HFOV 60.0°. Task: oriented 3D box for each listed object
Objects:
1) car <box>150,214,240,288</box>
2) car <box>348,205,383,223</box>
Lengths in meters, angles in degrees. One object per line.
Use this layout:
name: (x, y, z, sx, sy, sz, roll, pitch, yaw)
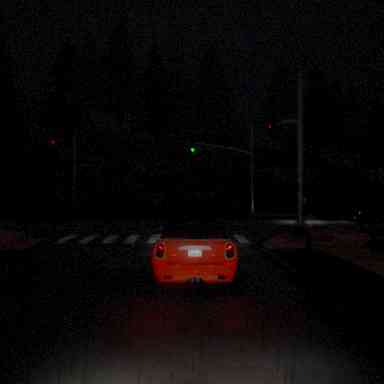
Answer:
car: (0.075, 1.414, 9.591, 2.097, 1.767, 4.553, 0, 0, 0)
car: (14.383, 1.601, 24.994, 4.718, 1.301, 1.895, 0, 0, 0)
